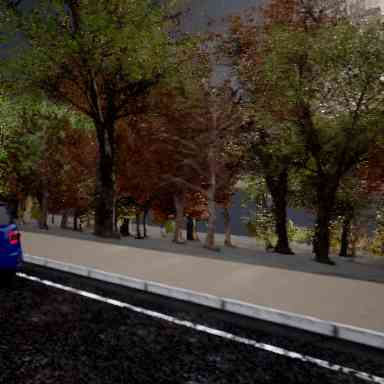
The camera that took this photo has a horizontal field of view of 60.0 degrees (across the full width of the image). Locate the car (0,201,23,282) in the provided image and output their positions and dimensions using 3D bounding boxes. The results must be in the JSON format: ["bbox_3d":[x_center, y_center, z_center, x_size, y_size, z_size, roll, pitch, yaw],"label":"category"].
[{"bbox_3d":[-6.453,1.155,8.292,5.566,2.045,2.150,0,0,36],"label":"car"}]
